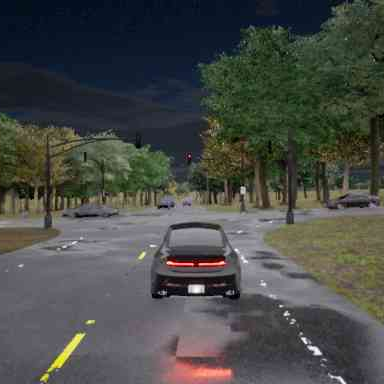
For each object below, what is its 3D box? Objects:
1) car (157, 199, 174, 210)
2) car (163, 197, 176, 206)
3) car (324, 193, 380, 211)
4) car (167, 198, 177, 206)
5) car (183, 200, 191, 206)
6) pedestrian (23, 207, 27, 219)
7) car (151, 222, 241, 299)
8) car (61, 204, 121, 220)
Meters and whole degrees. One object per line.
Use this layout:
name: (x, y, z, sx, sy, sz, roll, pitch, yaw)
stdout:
car: (-4.215, 2.056, 50.208, 1.895, 1.301, 4.718, 0, -1, -1)
car: (-4.423, 1.861, 60.075, 2.150, 2.045, 5.566, 0, -1, -2)
car: (14.700, 0.906, 30.724, 4.892, 1.490, 1.837, -2, -1, -1)
car: (-4.833, 2.472, 80.631, 2.097, 1.767, 4.553, 0, -2, -1)
car: (-1.234, 2.598, 76.580, 1.895, 1.301, 4.718, 0, -2, -1)
pedestrian: (-18.123, 2.238, 36.051, 0.375, 1.300, 0.375, 0, 1, 2)
car: (0.081, 1.517, 8.464, 1.837, 1.490, 4.892, 0, 0, 0)
car: (-9.584, 1.870, 31.827, 5.357, 1.411, 2.033, -2, -1, 2)
